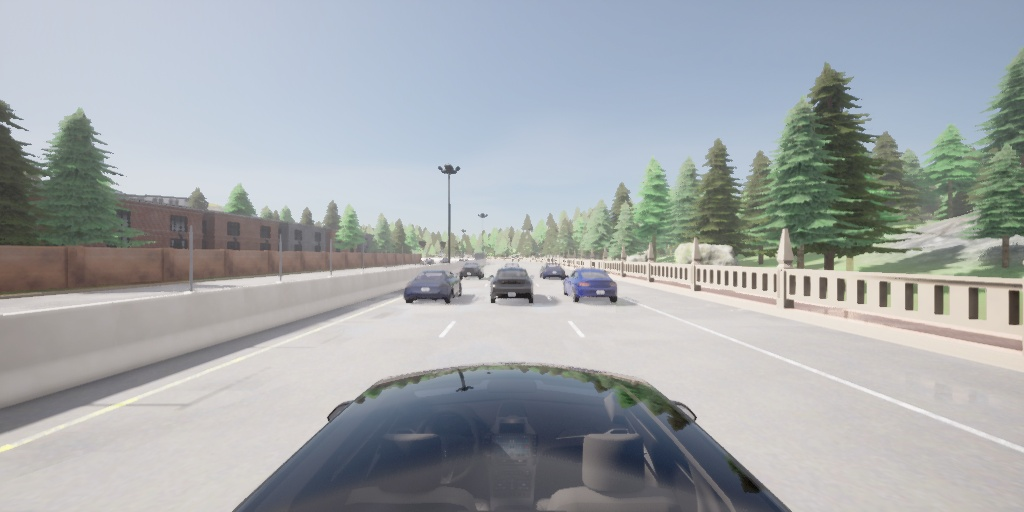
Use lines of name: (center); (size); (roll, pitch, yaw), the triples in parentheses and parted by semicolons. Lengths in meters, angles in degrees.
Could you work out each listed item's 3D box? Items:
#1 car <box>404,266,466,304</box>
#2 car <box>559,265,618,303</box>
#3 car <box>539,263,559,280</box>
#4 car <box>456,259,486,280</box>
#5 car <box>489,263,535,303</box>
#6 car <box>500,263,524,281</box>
car: (-3.500, 1.319, 16.500); (1.994, 1.385, 4.181); (0, 0, 0)
car: (3.500, 1.280, 16.500); (1.812, 1.442, 4.674); (0, 0, 0)
car: (3.500, 1.320, 31.500); (1.994, 1.385, 4.181); (0, 0, 0)
car: (-3.500, 1.280, 31.500); (1.812, 1.442, 4.674); (0, 0, 0)
car: (0.000, 1.264, 16.500); (1.837, 1.490, 4.892); (0, 0, 0)
car: (0.000, 1.320, 31.500); (1.994, 1.385, 4.181); (0, 0, 0)
